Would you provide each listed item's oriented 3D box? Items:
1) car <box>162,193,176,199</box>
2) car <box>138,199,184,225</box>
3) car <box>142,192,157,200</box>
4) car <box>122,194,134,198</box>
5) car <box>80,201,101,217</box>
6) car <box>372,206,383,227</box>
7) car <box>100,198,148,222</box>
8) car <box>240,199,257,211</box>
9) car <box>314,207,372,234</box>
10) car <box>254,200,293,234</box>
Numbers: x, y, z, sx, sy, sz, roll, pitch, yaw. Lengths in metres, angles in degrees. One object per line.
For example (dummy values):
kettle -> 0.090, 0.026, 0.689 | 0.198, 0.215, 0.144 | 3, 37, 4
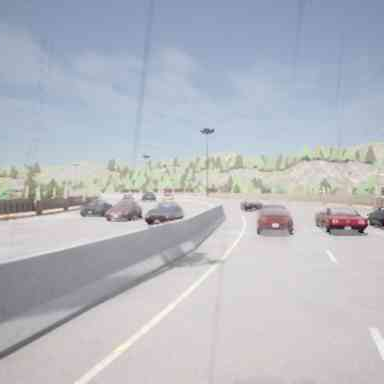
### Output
car -> -4.623, 1.063, 65.495 | 2.097, 1.767, 4.553 | 0, 0, -15
car -> -1.801, 1.445, 23.520 | 2.033, 1.411, 5.357 | 0, 0, 9
car -> -8.586, 0.943, 66.583 | 2.150, 2.045, 5.566 | 0, 0, -18
car -> -13.340, 1.176, 69.520 | 1.882, 1.535, 5.008 | 0, 0, -21
car -> -8.163, 1.449, 29.168 | 1.994, 1.385, 4.181 | 0, 0, 6
car -> 11.820, 1.452, 19.448 | 1.994, 1.385, 4.181 | 0, 0, 11
car -> -5.072, 1.421, 25.588 | 1.812, 1.442, 4.674 | 0, 0, 7
car -> 6.487, 1.420, 37.069 | 1.895, 1.301, 4.718 | 0, 0, 1
car -> 8.173, 1.499, 18.713 | 1.895, 1.301, 4.718 | 0, 0, 11
car -> 4.513, 1.433, 18.451 | 1.812, 1.442, 4.674 | 0, 1, 11
